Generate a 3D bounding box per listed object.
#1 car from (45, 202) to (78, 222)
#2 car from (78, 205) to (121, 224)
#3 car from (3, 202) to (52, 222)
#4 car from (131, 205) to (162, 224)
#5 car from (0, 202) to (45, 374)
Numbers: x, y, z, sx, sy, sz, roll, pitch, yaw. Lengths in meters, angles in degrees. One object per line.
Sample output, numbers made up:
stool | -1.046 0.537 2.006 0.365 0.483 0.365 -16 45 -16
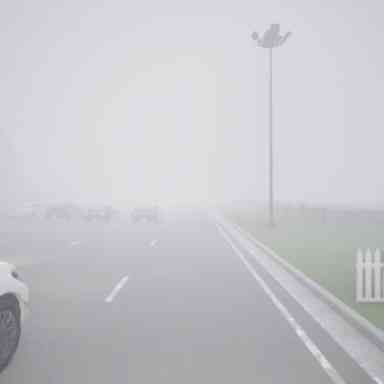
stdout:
car | -10.396 1.588 27.501 1.837 1.490 4.892 0 0 0
car | -6.896 1.679 25.855 1.895 1.301 4.718 0 0 0
car | -13.896 1.612 28.429 1.812 1.442 4.674 0 0 0
car | -3.396 1.679 25.854 1.895 1.301 4.718 0 0 0
car | -3.407 1.232 2.383 2.150 2.045 5.566 0 0 0
